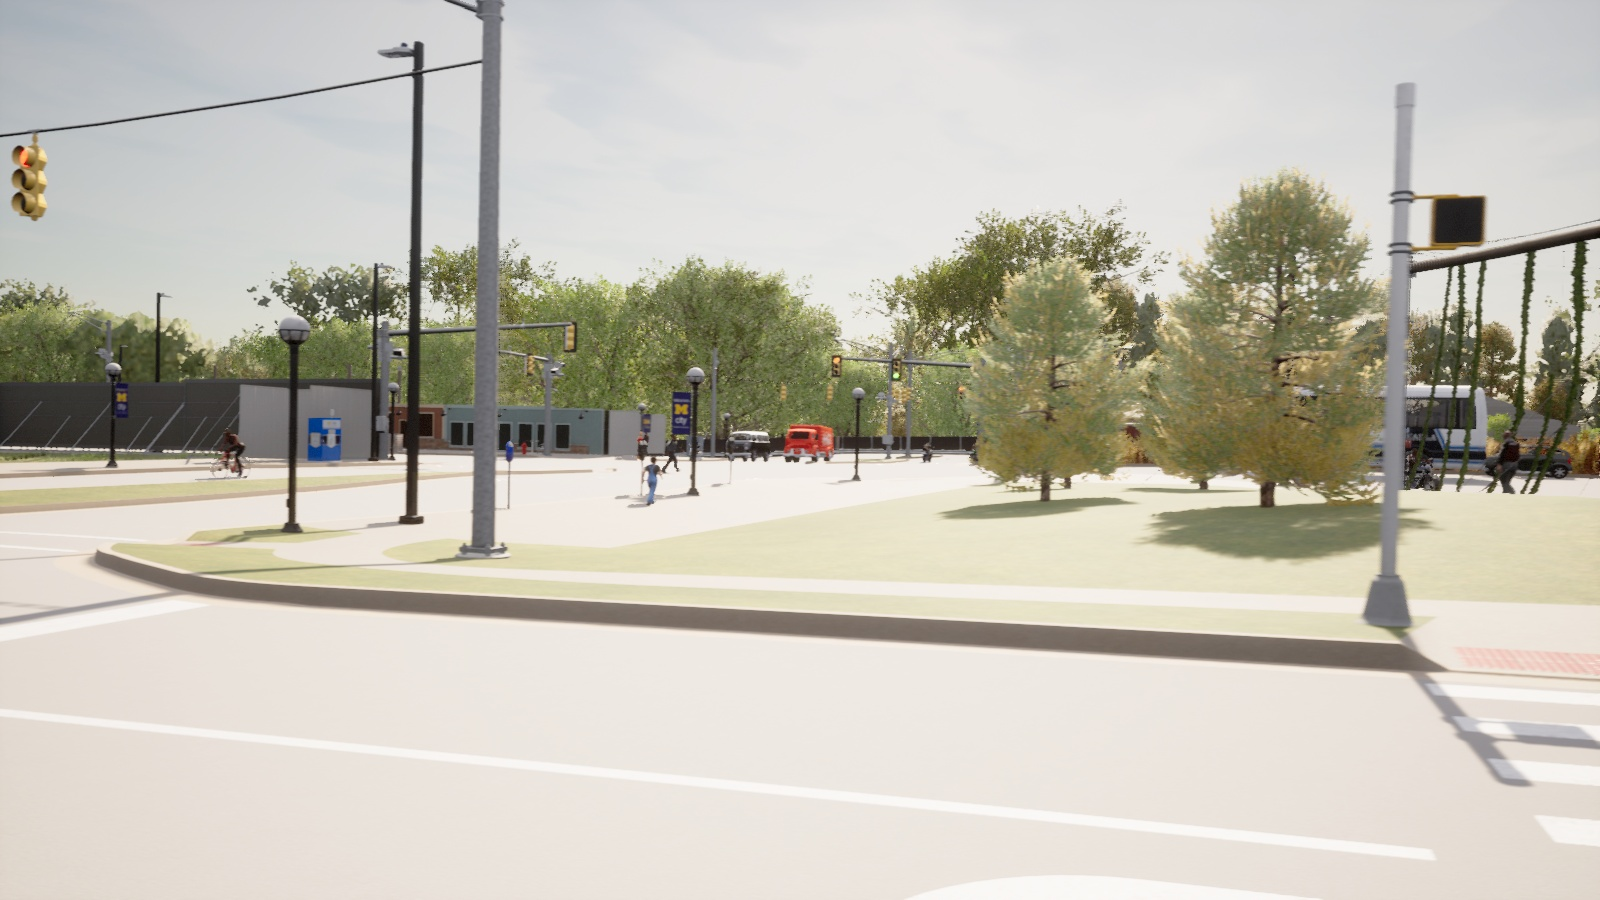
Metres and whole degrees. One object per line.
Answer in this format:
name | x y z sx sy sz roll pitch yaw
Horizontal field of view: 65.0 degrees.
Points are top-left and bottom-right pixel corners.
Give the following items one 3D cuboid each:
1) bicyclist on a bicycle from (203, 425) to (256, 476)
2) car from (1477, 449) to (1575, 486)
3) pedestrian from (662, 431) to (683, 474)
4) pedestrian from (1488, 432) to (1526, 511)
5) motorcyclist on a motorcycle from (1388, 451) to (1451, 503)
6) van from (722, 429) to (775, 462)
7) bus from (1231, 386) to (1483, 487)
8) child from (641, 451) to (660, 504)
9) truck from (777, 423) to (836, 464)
bicyclist on a bicycle | -18.462 0.009 40.667 0.582 1.620 1.656 2 1 19
car | 34.269 0.799 59.370 3.705 1.549 1.789 2 1 18
pedestrian | -5.803 0.099 57.279 0.788 1.949 0.423 2 2 22
pedestrian | 16.896 0.504 30.031 0.376 1.854 0.720 2 2 -5
motorcyclist on a motorcycle | 21.066 0.892 42.768 0.766 1.649 2.350 2 1 -6
van | -3.371 -0.254 82.802 2.069 2.038 4.480 1 -1 18
bus | 25.579 -0.729 58.475 10.273 4.253 3.944 2 2 19
child | -3.682 0.670 30.941 0.270 1.263 0.437 2 2 19
truck | 0.477 -0.376 82.436 2.627 2.467 5.204 2 -1 15
